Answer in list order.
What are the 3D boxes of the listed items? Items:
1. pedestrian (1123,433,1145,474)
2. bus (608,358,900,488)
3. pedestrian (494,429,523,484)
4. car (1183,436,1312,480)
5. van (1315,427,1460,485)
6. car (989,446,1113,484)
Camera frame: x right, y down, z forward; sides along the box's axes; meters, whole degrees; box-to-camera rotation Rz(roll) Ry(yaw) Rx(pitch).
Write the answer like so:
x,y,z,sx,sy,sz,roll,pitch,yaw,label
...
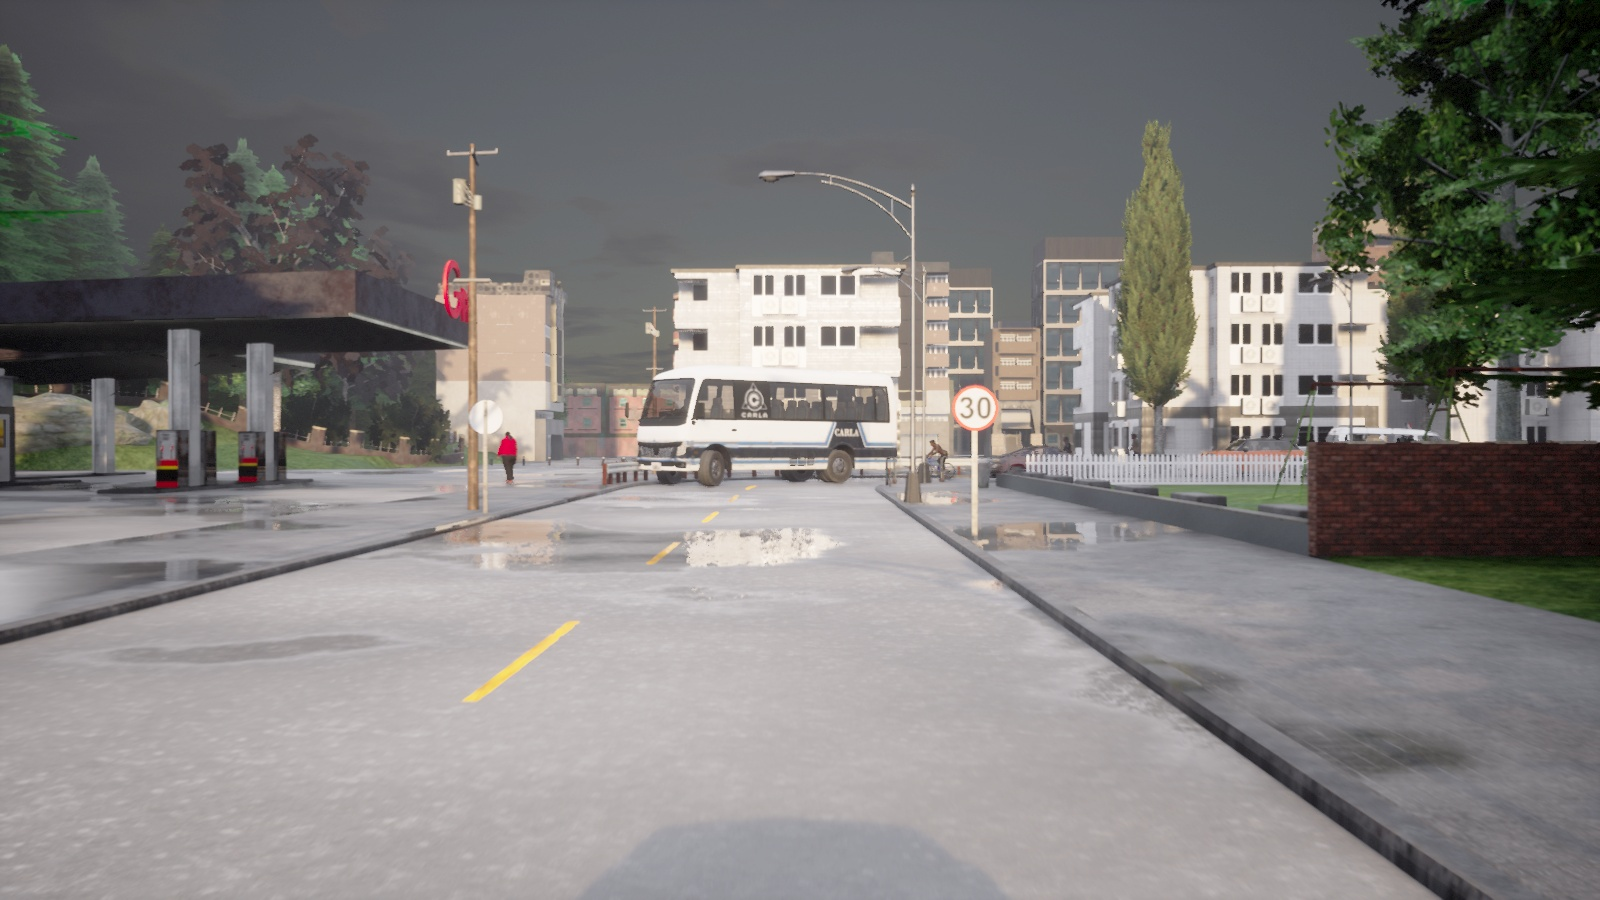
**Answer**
x,y,z,sx,sy,sz,roll,pitch,yaw,label
14.582,0.159,54.836,0.869,1.805,0.328,0,0,19,pedestrian
-1.488,-0.896,45.866,10.273,4.253,3.944,0,1,-38,bus
-9.982,0.213,42.960,0.634,1.844,0.899,0,0,-40,pedestrian
18.367,0.329,51.674,4.553,1.767,2.097,0,0,0,car
22.223,0.209,47.645,4.480,2.038,2.069,1,0,0,van
9.486,0.550,47.660,4.181,1.385,1.994,0,0,-6,car
